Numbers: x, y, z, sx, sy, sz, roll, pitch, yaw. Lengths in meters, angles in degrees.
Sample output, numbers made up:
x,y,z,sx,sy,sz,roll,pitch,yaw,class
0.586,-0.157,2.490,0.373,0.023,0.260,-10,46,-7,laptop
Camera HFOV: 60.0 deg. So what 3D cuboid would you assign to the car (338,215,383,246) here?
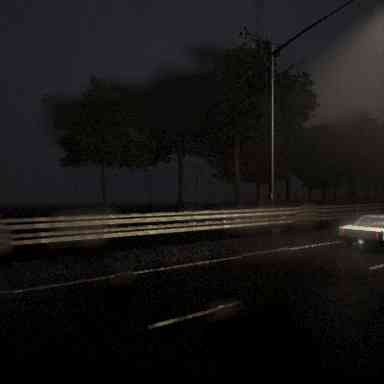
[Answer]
x,y,z,sx,sy,sz,roll,pitch,yaw,class
8.299,1.623,14.088,4.718,1.301,1.895,0,0,-35,car
